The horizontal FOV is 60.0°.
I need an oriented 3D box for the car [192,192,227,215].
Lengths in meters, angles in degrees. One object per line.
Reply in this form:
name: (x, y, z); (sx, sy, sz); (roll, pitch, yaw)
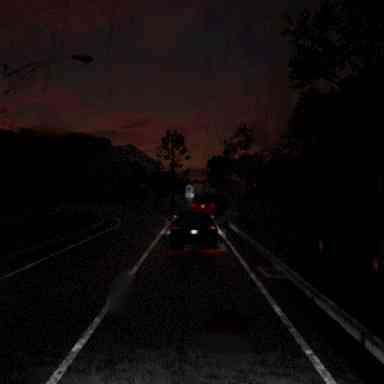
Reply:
car: (1.577, 1.172, 29.375); (2.150, 2.045, 5.566); (0, 1, 15)

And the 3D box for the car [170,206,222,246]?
car: (0.088, 1.536, 15.051); (1.994, 1.385, 4.181); (0, 0, 0)
